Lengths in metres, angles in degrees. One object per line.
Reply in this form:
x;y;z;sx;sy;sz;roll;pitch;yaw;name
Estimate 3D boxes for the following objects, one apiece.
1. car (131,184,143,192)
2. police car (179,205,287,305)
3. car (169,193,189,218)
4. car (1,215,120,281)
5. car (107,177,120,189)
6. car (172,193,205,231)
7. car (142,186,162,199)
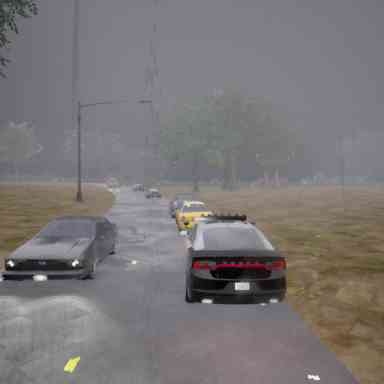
-10.370;-0.835;63.607;1.837;1.490;4.892;0;3;-20;car
0.747;1.356;8.213;1.930;1.638;5.238;0;1;-2;police car
-0.568;0.864;24.193;2.097;1.767;4.553;-1;1;-7;car
-3.382;1.422;9.807;2.033;1.411;5.357;0;1;-3;car
-17.380;-1.975;73.364;2.150;2.045;5.566;0;12;-23;car
0.042;1.164;18.371;1.801;1.575;5.366;-2;3;-5;car
-5.324;0.151;45.668;1.812;1.442;4.674;0;3;-13;car
